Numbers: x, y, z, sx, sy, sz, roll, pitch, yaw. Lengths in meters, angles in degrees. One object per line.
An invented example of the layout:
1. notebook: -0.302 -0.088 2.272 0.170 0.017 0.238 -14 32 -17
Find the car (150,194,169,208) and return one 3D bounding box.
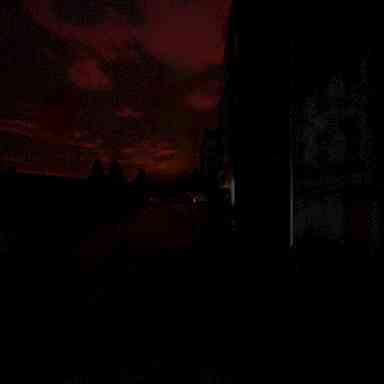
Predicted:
1. car: -4.062 1.042 42.482 2.097 1.767 4.553 0 0 0

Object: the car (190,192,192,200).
1. car: 1.175 0.948 48.339 2.097 1.767 4.553 -3 0 0

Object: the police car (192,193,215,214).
1. police car: 1.207 1.182 32.481 1.930 1.638 5.238 0 0 0

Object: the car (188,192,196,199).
1. car: 0.048 0.843 80.493 1.837 1.490 4.892 0 0 0

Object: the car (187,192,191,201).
1. car: 0.039 1.013 65.487 2.128 1.511 4.902 0 0 0
